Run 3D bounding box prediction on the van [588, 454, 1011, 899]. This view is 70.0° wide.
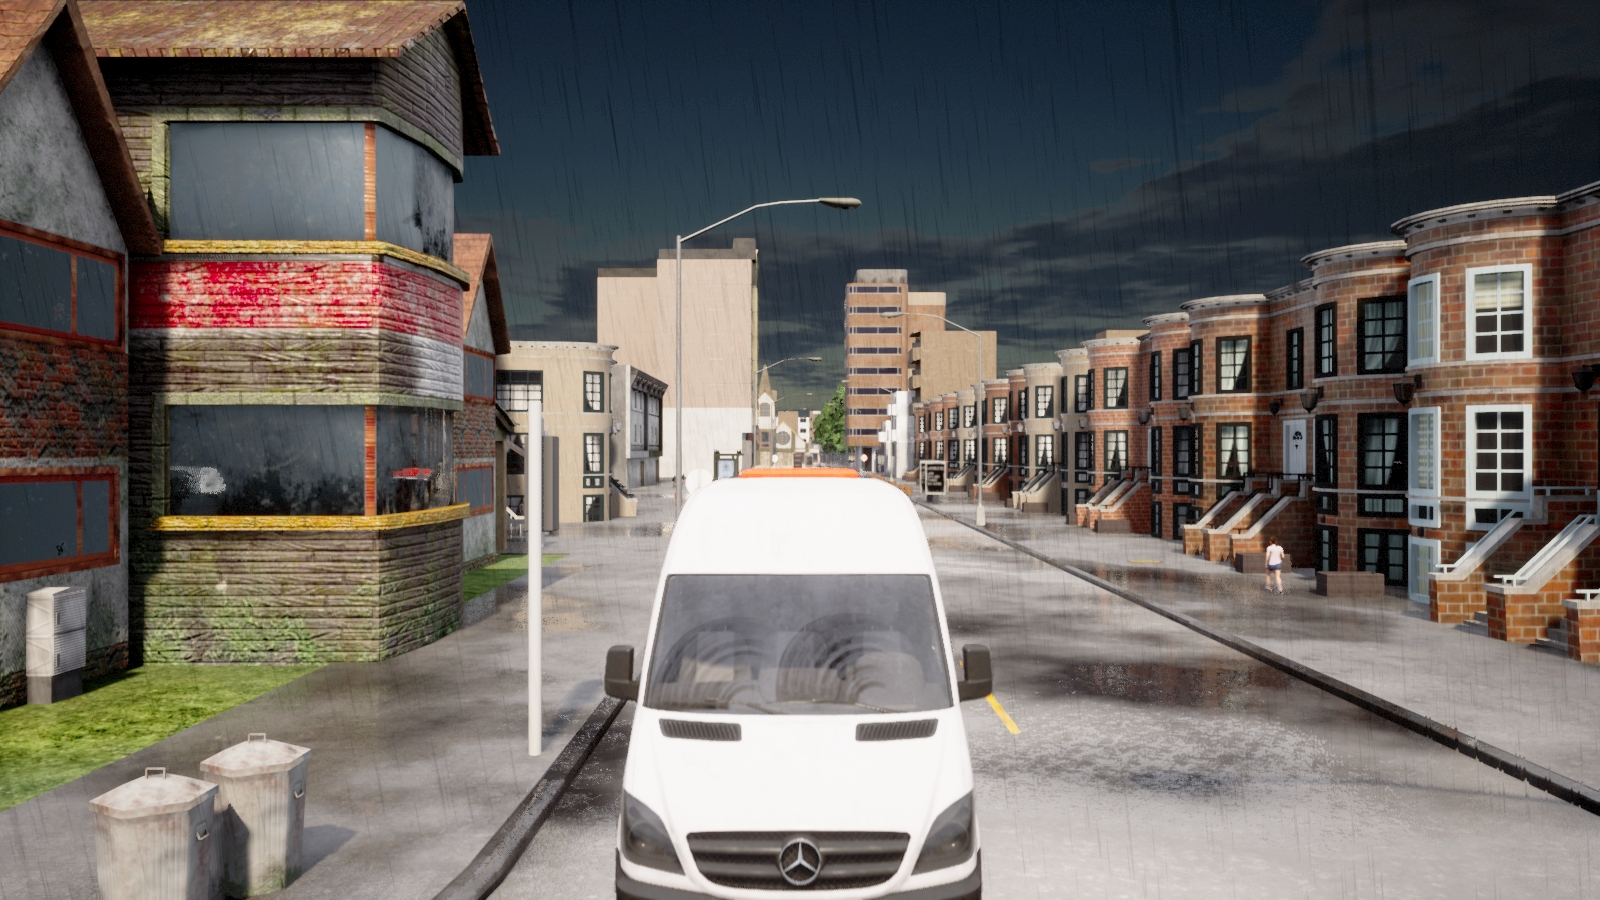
[{"bbox_3d":[-0.003,1.314,8.323,1.988,2.561,5.915,0,0,0],"label":"van"}]

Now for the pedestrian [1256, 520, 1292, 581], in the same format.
[{"bbox_3d":[9.006,1.904,21.705,0.500,1.100,0.500,0,0,5],"label":"pedestrian"}]
